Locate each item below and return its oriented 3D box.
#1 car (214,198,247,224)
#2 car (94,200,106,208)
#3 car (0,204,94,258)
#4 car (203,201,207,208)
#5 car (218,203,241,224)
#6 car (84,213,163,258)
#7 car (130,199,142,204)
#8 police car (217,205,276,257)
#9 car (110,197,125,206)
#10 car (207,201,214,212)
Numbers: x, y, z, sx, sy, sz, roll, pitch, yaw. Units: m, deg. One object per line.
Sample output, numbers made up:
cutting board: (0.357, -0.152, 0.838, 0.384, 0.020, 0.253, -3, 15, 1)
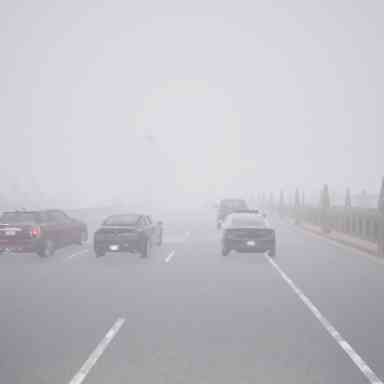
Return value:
car: (2.814, 1.467, 23.449, 2.150, 2.045, 5.566, 0, -1, 4)
car: (-17.971, 2.267, 65.019, 1.882, 1.535, 5.008, 0, -1, -6)
car: (-5.867, 1.423, 13.197, 2.097, 1.767, 4.553, 0, -1, 4)
car: (3.350, 2.392, 63.728, 1.994, 1.385, 4.181, 0, -1, -7)
car: (3.227, 1.809, 29.400, 1.882, 1.535, 5.008, 0, -1, 4)
car: (-2.358, 1.586, 13.223, 1.837, 1.490, 4.892, 0, -1, 4)
car: (-10.960, 2.159, 64.926, 2.097, 1.767, 4.553, 0, -1, -5)
police car: (2.126, 1.524, 13.551, 1.930, 1.638, 5.238, 0, -1, 4)
car: (-14.398, 2.013, 64.592, 2.150, 2.045, 5.566, 0, -1, -5)
car: (3.530, 2.143, 49.118, 1.812, 1.442, 4.674, 0, -1, 2)
